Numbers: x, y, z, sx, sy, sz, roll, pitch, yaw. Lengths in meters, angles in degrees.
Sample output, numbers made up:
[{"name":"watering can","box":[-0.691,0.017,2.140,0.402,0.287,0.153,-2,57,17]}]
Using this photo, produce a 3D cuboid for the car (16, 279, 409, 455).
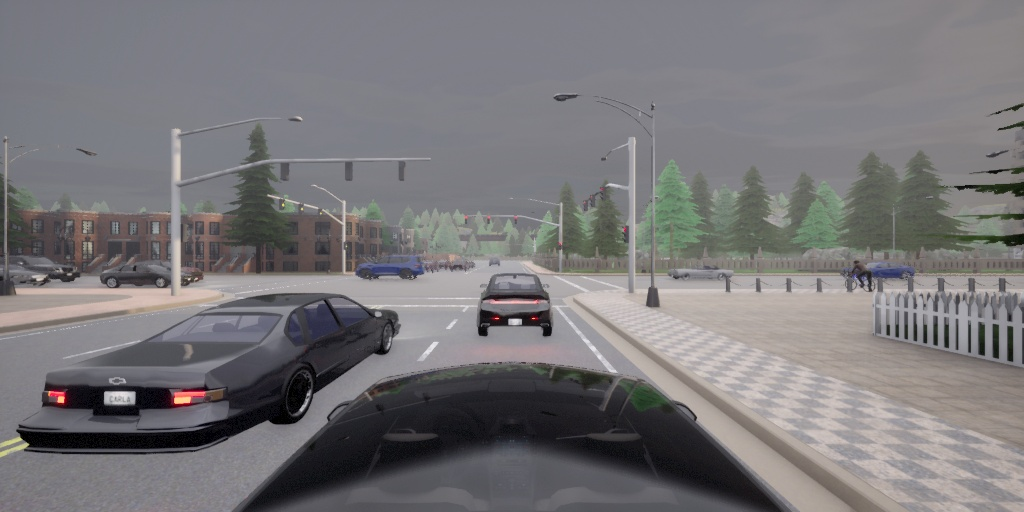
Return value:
[{"name":"car","box":[-3.437,1.297,5.669,2.033,1.411,5.357,0,0,0]}]

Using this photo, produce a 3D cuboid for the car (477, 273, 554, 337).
[{"name":"car","box":[0.081,1.242,10.337,2.128,1.511,4.902,0,0,0]}]

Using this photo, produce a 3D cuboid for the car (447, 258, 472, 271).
[{"name":"car","box":[-7.065,1.102,48.928,2.097,1.767,4.553,0,0,0]}]

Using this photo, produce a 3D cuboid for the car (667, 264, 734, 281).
[{"name":"car","box":[15.560,1.351,29.812,4.718,1.301,1.895,0,0,0]}]

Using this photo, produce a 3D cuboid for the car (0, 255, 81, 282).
[{"name":"car","box":[-35.240,0.965,26.030,5.566,2.045,2.150,1,0,-6]}]

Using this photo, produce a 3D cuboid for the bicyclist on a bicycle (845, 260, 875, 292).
[{"name":"bicyclist on a bicycle","box":[18.248,1.052,18.826,0.582,1.620,1.656,0,0,0]}]

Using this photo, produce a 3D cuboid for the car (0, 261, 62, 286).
[{"name":"car","box":[-32.555,1.242,22.709,4.902,1.511,2.128,0,0,-4]}]

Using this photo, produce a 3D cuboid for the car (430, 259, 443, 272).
[{"name":"car","box":[-10.581,1.228,45.534,1.882,1.535,5.008,0,0,0]}]

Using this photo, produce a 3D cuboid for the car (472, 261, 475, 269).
[{"name":"car","box":[-7.064,1.314,57.566,1.994,1.385,4.181,0,0,0]}]

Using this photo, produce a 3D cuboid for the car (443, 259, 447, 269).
[{"name":"car","box":[-10.585,1.228,54.985,1.882,1.535,5.008,0,0,0]}]

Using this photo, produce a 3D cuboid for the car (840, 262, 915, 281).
[{"name":"car","box":[30.281,1.227,29.797,5.008,1.535,1.882,0,0,0]}]

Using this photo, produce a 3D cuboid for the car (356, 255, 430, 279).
[{"name":"car","box":[-10.153,0.971,30.209,5.566,2.045,2.150,0,0,1]}]

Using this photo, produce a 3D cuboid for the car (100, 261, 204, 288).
[{"name":"car","box":[-23.190,1.255,22.950,4.892,1.490,1.837,0,0,-3]}]
